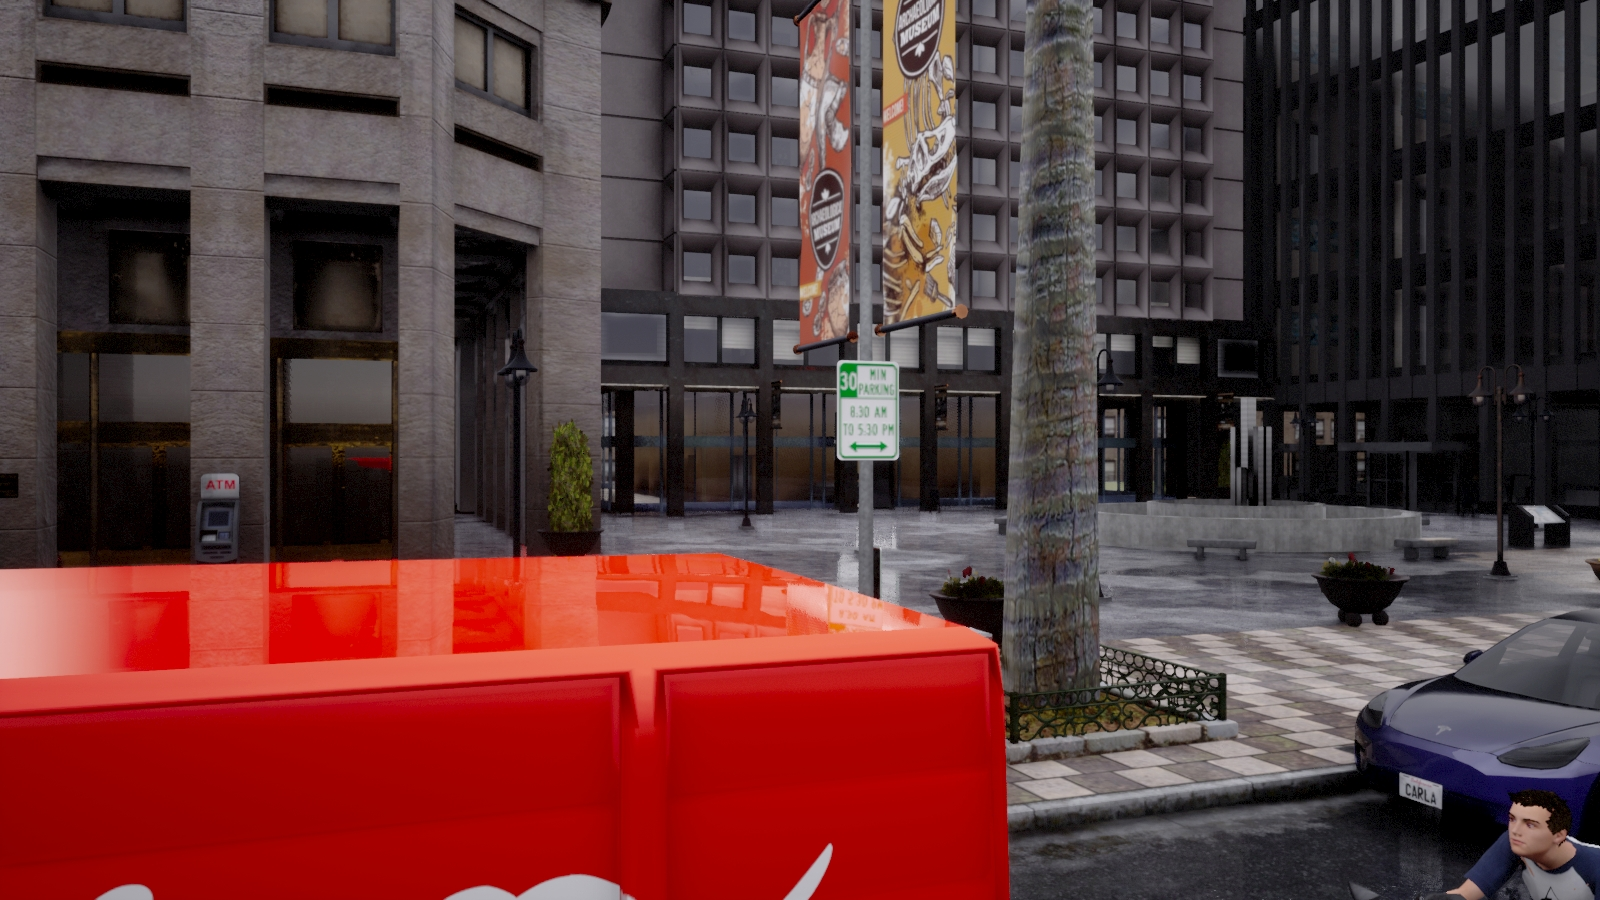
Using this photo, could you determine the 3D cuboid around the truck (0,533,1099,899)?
[{"bbox_3d":[-2.337,1.568,2.464,5.204,2.467,2.627,0,0,-20],"label":"truck"}]
